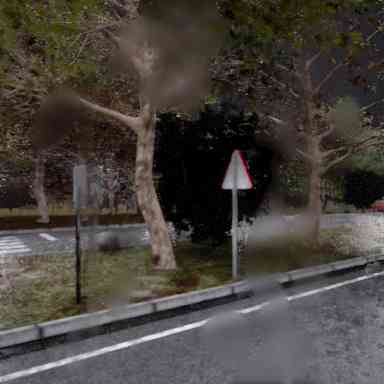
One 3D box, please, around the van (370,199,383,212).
[{"bbox_3d":[28.697,2.084,49.143,1.878,1.987,4.442,3,-2,-36],"label":"van"}]
